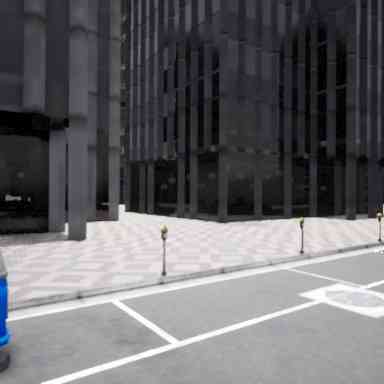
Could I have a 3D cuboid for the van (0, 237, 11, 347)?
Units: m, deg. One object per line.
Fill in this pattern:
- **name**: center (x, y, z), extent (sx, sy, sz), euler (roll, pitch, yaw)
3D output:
- **van**: center (-4.247, 1.328, 3.738), extent (3.998, 1.788, 1.690), euler (1, -1, -36)
